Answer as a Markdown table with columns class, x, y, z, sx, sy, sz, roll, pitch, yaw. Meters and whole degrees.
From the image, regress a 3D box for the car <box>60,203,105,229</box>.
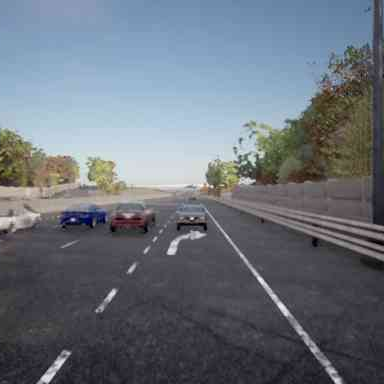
| class | x | y | z | sx | sy | sz | roll | pitch | yaw |
| --- | --- | --- | --- | --- | --- | --- | --- | --- | --- |
| car | -6.899 | 1.463 | 21.779 | 1.882 | 1.535 | 5.008 | 0 | 0 | 0 |

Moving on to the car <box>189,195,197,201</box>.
| class | x | y | z | sx | sy | sz | roll | pitch | yaw |
| --- | --- | --- | --- | --- | --- | --- | --- | --- | --- |
| car | 0.221 | 1.609 | 89.926 | 1.812 | 1.442 | 4.674 | 0 | 0 | 5 |

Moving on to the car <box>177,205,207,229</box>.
| class | x | y | z | sx | sy | sz | roll | pitch | yaw |
| --- | --- | --- | --- | --- | --- | --- | --- | --- | --- |
| car | -0.001 | 1.532 | 21.220 | 2.033 | 1.411 | 5.357 | 0 | 0 | 0 |

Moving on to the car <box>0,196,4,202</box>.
| class | x | y | z | sx | sy | sz | roll | pitch | yaw |
| --- | --- | --- | --- | --- | --- | --- | --- | --- | --- |
| car | -24.568 | 1.345 | 41.846 | 2.097 | 1.767 | 4.553 | 0 | 0 | 0 |

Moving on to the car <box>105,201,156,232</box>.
| class | x | y | z | sx | sy | sz | roll | pitch | yaw |
| --- | --- | --- | --- | --- | --- | --- | --- | --- | --- |
| car | -3.402 | 1.338 | 19.864 | 2.097 | 1.767 | 4.553 | 0 | 0 | 0 |

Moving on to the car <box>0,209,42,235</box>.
| class | x | y | z | sx | sy | sz | roll | pitch | yaw |
| --- | --- | --- | --- | --- | --- | --- | --- | --- | --- |
| car | -10.399 | 1.588 | 18.851 | 1.895 | 1.301 | 4.718 | 0 | 0 | 0 |

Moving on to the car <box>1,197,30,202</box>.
| class | x | y | z | sx | sy | sz | roll | pitch | yaw |
| --- | --- | --- | --- | --- | --- | --- | --- | --- | --- |
| car | -21.075 | 1.557 | 41.047 | 1.994 | 1.385 | 4.181 | 0 | 0 | 0 |
